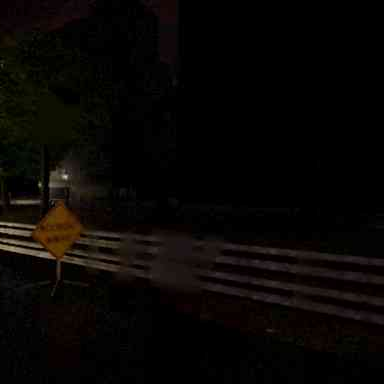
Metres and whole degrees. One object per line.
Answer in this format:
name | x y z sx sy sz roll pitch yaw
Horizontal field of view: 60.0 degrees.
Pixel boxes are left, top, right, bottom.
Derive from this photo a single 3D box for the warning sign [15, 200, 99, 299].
warning sign | -2.913 1.133 7.243 1.060 1.860 1.300 0 0 35
